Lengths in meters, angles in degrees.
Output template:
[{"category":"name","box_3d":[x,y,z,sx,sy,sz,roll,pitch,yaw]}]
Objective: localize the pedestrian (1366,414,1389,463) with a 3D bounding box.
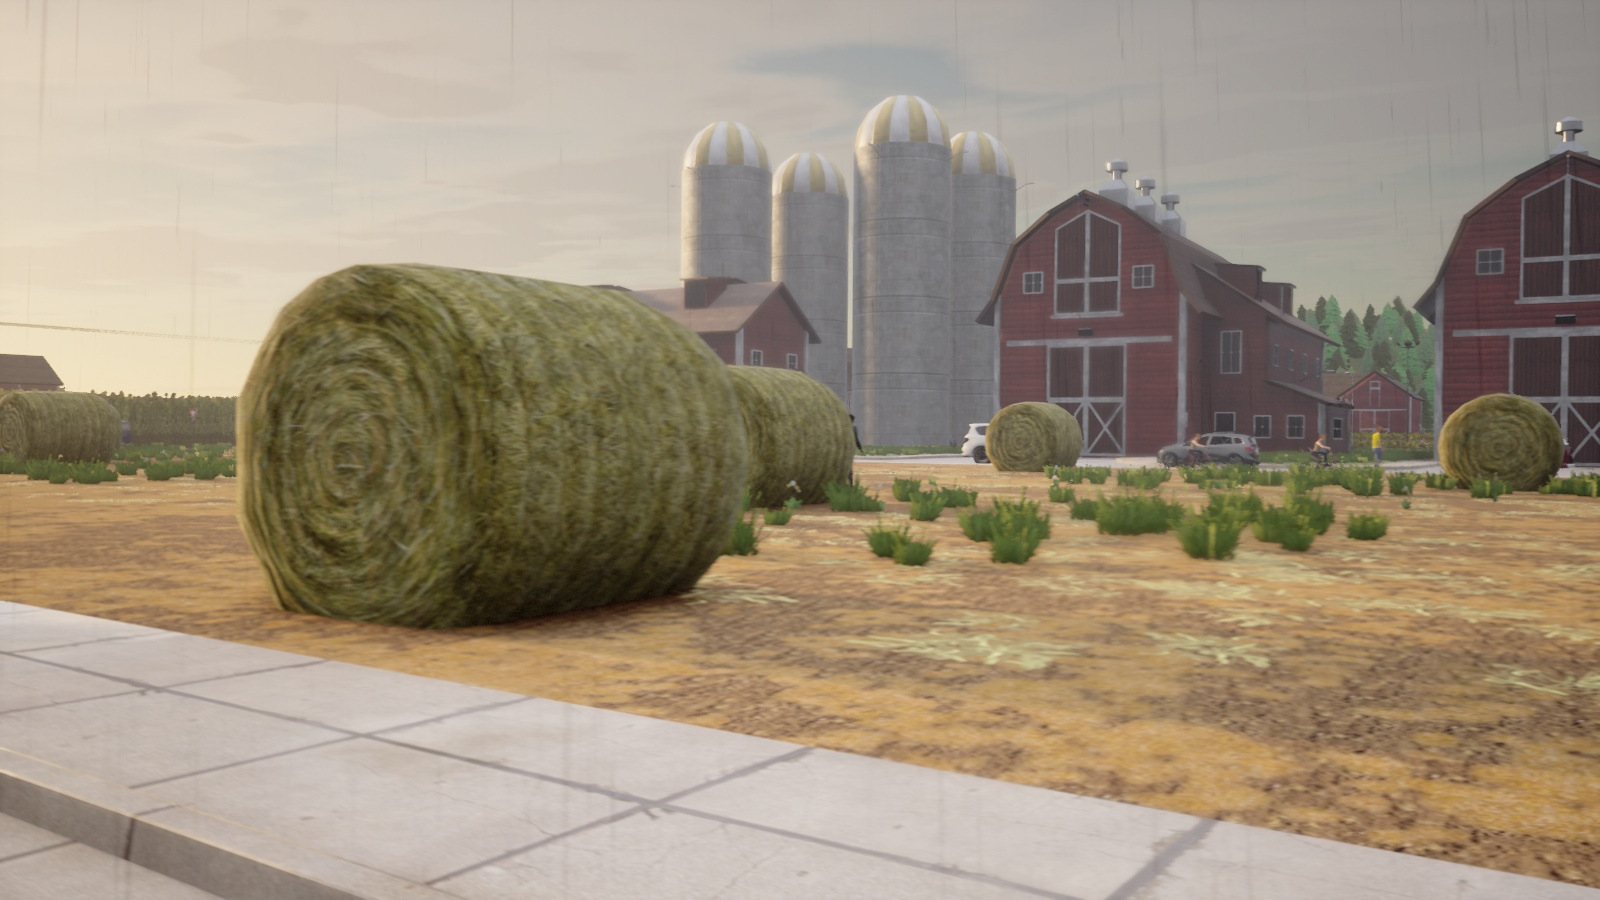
[{"category":"pedestrian","box_3d":[21.765,-0.432,47.360,0.706,1.836,0.354,0,1,1]}]

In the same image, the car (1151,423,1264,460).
[{"category":"car","box_3d":[19.042,-0.378,58.696,4.611,1.667,2.242,0,1,31]}]

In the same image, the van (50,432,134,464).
[{"category":"van","box_3d":[-46.114,-0.172,81.874,1.775,1.987,4.442,0,1,32]}]

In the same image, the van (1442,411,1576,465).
[{"category":"van","box_3d":[27.849,-0.455,49.374,4.480,2.038,2.069,0,1,31]}]

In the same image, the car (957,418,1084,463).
[{"category":"car","box_3d":[10.464,-0.448,59.722,5.566,2.045,2.150,0,1,30]}]

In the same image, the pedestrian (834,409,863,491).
[{"category":"pedestrian","box_3d":[1.107,-0.003,28.569,0.353,1.847,0.614,0,1,41]}]
